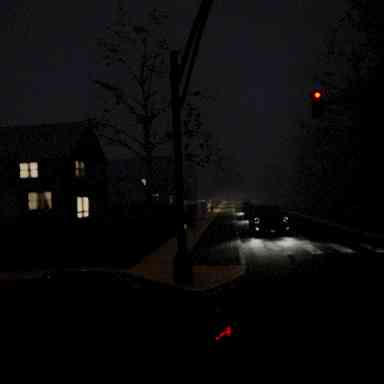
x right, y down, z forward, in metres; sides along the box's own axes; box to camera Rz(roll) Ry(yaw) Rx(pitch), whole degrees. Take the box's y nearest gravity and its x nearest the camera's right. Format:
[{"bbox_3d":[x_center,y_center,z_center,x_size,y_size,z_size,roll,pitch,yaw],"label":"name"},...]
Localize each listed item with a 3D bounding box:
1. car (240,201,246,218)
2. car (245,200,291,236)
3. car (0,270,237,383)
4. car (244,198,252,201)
[{"bbox_3d":[6.156,1.902,32.991,2.033,1.411,5.357,-3,-1,7],"label":"car"},{"bbox_3d":[4.621,1.575,20.281,2.097,1.767,4.553,-3,-1,7],"label":"car"},{"bbox_3d":[-1.612,1.692,3.870,4.181,1.385,1.994,0,-1,-14],"label":"car"},{"bbox_3d":[7.781,2.021,46.418,1.812,1.442,4.674,-3,0,8],"label":"car"}]
